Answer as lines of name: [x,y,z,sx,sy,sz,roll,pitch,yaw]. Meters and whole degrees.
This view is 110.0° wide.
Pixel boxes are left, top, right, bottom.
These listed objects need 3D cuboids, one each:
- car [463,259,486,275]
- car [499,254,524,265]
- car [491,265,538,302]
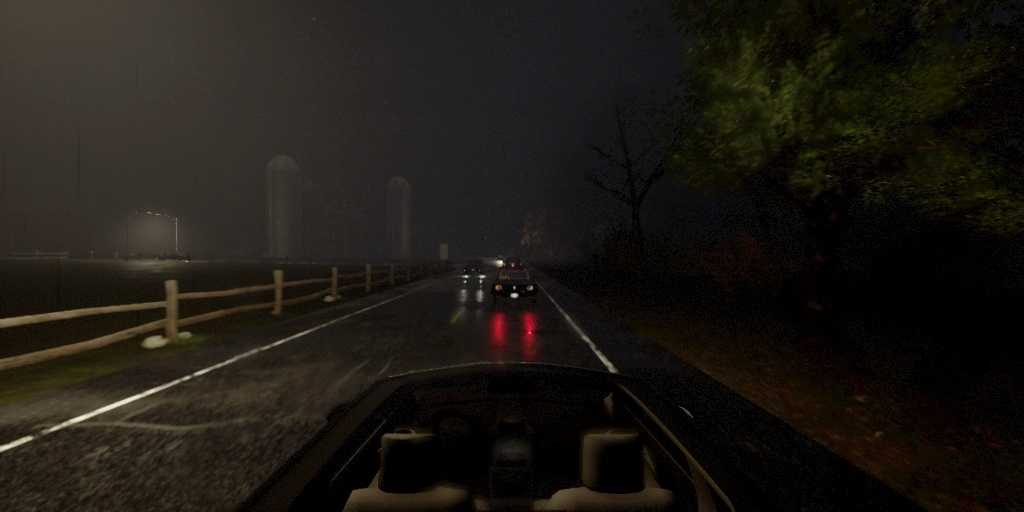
car: [-3.586,1.028,34.954,1.837,1.490,4.892,0,0,0]
car: [0.087,0.865,36.031,2.097,1.767,4.553,0,0,0]
car: [0.094,1.251,16.223,1.895,1.301,4.718,0,0,0]
